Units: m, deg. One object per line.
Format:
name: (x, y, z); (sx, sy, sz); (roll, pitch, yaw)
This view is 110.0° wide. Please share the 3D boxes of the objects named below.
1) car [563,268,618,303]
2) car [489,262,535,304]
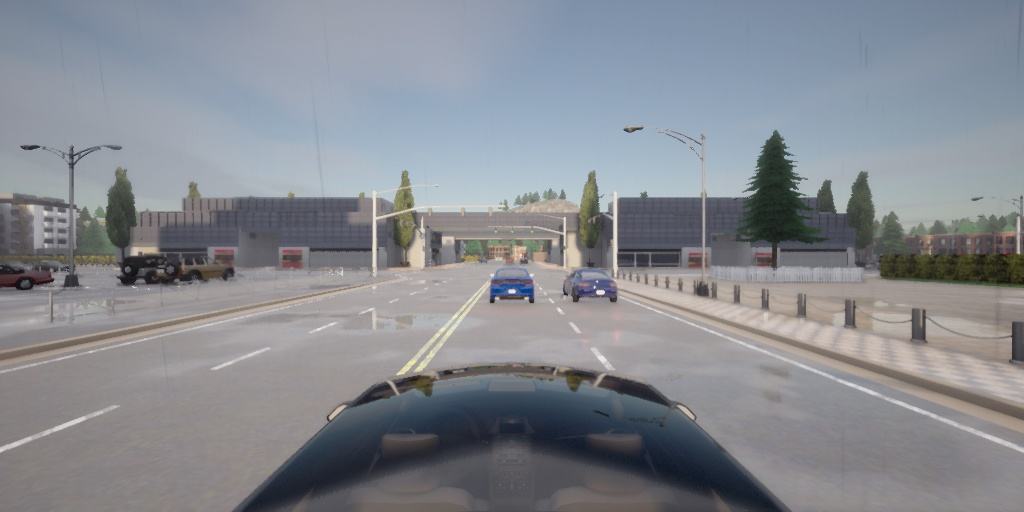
car: (3.500, 1.281, 16.500); (1.812, 1.442, 4.674); (0, 0, 0)
car: (0.000, 1.233, 16.500); (1.882, 1.535, 5.008); (0, 0, 0)
